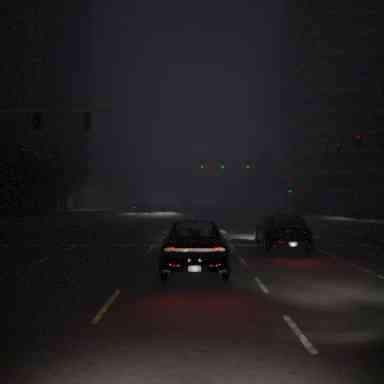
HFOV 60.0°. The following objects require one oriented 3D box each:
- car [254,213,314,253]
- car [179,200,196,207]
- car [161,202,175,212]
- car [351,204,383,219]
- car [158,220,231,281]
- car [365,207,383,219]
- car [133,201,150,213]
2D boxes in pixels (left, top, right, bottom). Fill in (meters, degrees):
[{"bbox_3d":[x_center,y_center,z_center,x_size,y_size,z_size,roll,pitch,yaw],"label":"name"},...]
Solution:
[{"bbox_3d":[3.907,1.684,14.592,1.837,1.490,4.892,0,-1,5],"label":"car"},{"bbox_3d":[-1.093,2.435,71.290,1.895,1.301,4.718,0,-1,-27],"label":"car"},{"bbox_3d":[-3.547,2.203,49.340,1.895,1.301,4.718,0,-1,1],"label":"car"},{"bbox_3d":[18.640,1.937,33.674,4.674,1.442,1.812,0,-1,0],"label":"car"},{"bbox_3d":[0.078,1.617,10.207,2.128,1.511,4.902,0,-1,0],"label":"car"},{"bbox_3d":[3.601,1.250,1.986,2.150,2.045,5.566,0,0,0],"label":"car"},{"bbox_3d":[-7.060,2.075,46.704,1.837,1.490,4.892,0,-1,0],"label":"car"}]
